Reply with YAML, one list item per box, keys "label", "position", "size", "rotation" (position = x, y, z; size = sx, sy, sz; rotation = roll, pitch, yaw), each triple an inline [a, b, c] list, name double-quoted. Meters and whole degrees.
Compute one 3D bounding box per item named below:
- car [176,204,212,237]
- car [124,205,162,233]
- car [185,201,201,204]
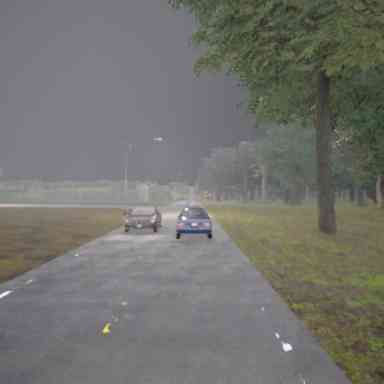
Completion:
- label: "car"
  position: [0.107, 1.571, 17.968]
  size: [2.033, 1.411, 5.357]
  rotation: [0, 0, 0]
- label: "car"
  position: [-2.826, 1.557, 20.102]
  size: [1.812, 1.442, 4.674]
  rotation: [0, 0, 0]
- label: "car"
  position: [0.113, 1.669, 35.659]
  size: [1.994, 1.385, 4.181]
  rotation: [0, 0, 0]
